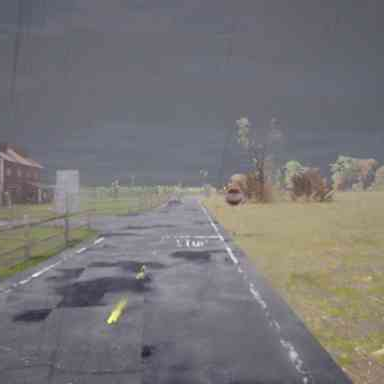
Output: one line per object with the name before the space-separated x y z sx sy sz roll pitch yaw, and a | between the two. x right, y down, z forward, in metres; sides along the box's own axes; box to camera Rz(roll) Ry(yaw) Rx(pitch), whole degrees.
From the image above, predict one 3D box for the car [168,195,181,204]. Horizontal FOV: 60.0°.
car | -2.743 1.250 53.264 1.994 1.385 4.181 0 0 0
